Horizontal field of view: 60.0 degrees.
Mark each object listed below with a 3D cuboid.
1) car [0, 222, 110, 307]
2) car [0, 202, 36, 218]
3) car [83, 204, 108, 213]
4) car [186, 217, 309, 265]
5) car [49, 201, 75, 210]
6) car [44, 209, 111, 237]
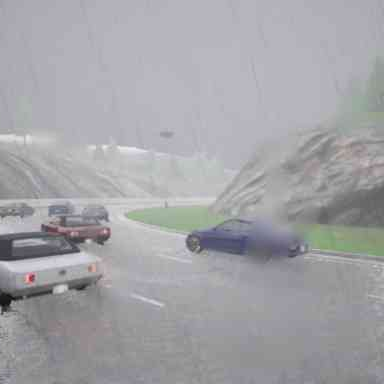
[{"bbox_3d":[-4.150,1.640,8.213,1.895,1.301,4.718,1,-1,-44],"label":"car"},{"bbox_3d":[-16.390,1.688,31.446,2.033,1.411,5.357,0,0,-12],"label":"car"},{"bbox_3d":[-8.246,1.723,28.339,1.994,1.385,4.181,0,0,-19],"label":"car"},{"bbox_3d":[1.835,1.621,12.085,4.674,1.442,1.812,0,0,44],"label":"car"},{"bbox_3d":[-13.242,1.652,34.050,1.882,1.535,5.008,0,0,-10],"label":"car"},{"bbox_3d":[-5.462,1.682,15.186,1.895,1.301,4.718,1,0,-36],"label":"car"}]
